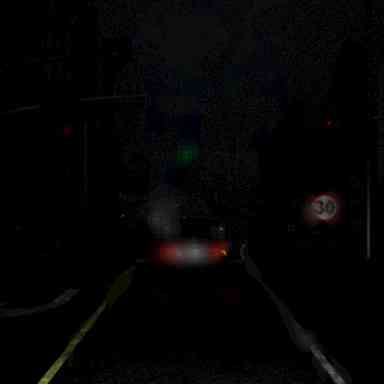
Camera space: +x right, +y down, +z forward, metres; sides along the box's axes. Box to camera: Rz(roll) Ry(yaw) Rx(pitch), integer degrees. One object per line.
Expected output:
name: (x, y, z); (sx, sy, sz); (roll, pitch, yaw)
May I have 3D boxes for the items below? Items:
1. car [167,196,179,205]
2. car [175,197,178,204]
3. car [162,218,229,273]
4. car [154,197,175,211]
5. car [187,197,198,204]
car: (-3.513, 1.578, 62.373); (2.033, 1.411, 5.357); (0, 0, 0)
car: (-3.589, 1.626, 51.725); (1.895, 1.301, 4.718); (0, 0, 0)
car: (0.092, 1.553, 10.699); (2.033, 1.411, 5.357); (0, 0, 0)
car: (-3.603, 1.512, 41.789); (2.128, 1.511, 4.902); (0, 0, 0)
car: (0.088, 1.632, 63.140); (1.895, 1.301, 4.718); (0, 0, 0)
